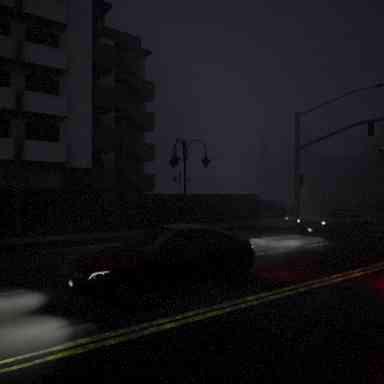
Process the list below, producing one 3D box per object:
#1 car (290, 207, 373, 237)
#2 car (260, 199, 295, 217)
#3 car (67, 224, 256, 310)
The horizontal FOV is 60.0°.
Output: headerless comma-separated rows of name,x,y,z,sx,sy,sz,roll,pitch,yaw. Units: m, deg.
car,7.756,1.601,18.076,4.718,1.301,1.895,0,0,-35
car,7.769,1.478,32.176,1.882,1.535,5.008,0,0,-38
car,-0.492,1.526,7.929,4.674,1.442,1.812,0,0,-35
